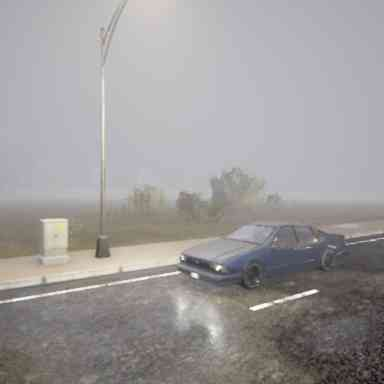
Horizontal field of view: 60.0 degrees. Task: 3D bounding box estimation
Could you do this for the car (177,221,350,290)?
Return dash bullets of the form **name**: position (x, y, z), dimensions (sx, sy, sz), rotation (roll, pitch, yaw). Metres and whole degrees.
- **car**: position (2.232, 1.550, 9.271), dimensions (5.357, 1.411, 2.033), rotation (0, 0, -36)
